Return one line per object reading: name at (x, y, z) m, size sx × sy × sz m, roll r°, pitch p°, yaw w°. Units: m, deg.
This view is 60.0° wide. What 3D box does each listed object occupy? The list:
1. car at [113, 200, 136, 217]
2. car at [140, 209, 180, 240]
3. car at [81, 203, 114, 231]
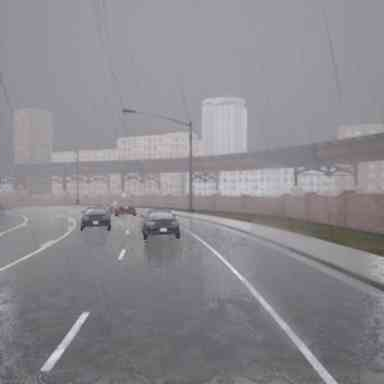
car at (-7.383, 1.578, 34.512) m, size 2.097 × 1.767 × 4.553 m, roll -1°, pitch 0°, yaw -26°
car at (-1.780, 1.636, 17.874) m, size 1.812 × 1.442 × 4.674 m, roll 0°, pitch 0°, yaw -11°
car at (-6.341, 1.689, 22.109) m, size 1.812 × 1.442 × 4.674 m, roll 0°, pitch 0°, yaw -14°
